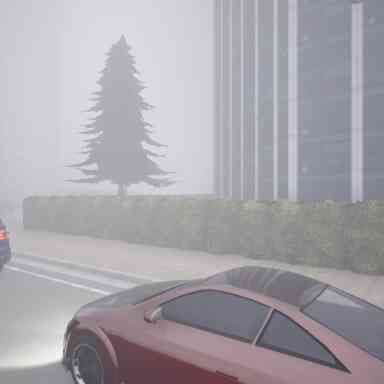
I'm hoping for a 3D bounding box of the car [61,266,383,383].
[{"bbox_3d":[0.457,1.564,3.667,4.181,1.385,1.994,0,0,35],"label":"car"}]

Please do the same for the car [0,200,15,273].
[{"bbox_3d":[-7.153,1.221,9.060,5.566,2.045,2.150,0,0,35],"label":"car"}]

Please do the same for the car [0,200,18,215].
[{"bbox_3d":[-20.361,1.560,33.239,1.837,1.490,4.892,0,0,35],"label":"car"}]
